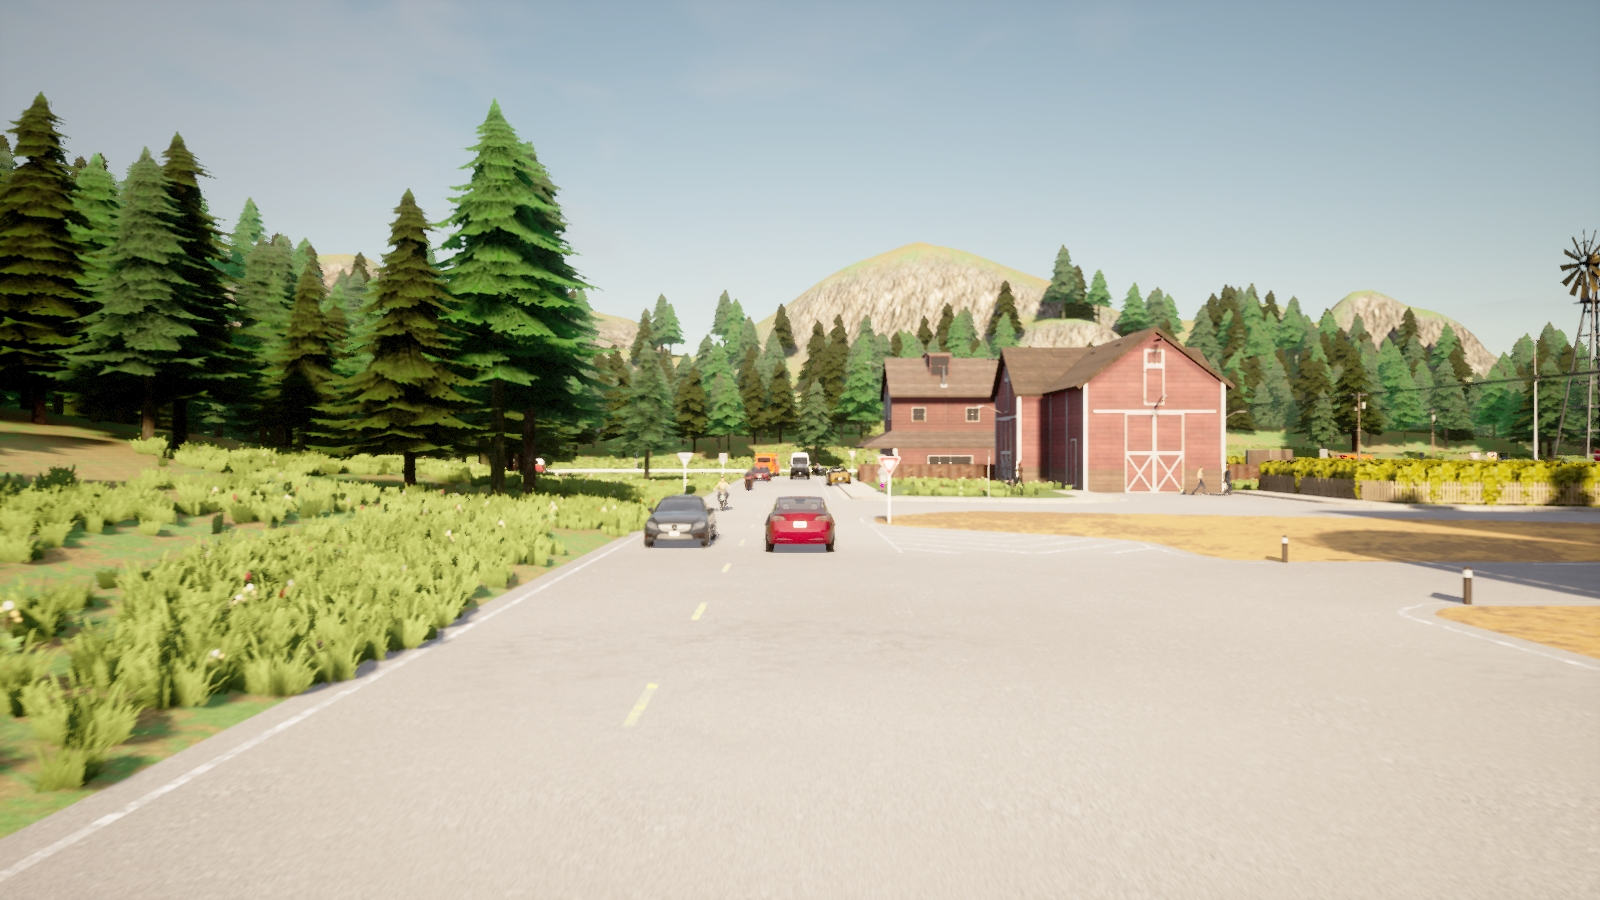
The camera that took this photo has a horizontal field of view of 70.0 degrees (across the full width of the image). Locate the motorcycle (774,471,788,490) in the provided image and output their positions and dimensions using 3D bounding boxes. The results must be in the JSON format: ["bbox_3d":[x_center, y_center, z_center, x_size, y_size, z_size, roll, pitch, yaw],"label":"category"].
[{"bbox_3d":[-1.300,2.065,78.307,0.867,1.251,2.209,0,0,0],"label":"motorcycle"}]

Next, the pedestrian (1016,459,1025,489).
[{"bbox_3d":[13.665,1.477,70.717,0.375,1.860,0.375,0,0,-41],"label":"pedestrian"}]

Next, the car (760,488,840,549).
[{"bbox_3d":[0.001,1.923,33.287,2.163,1.488,4.792,0,0,0],"label":"car"}]

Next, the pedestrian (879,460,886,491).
[{"bbox_3d":[5.094,1.556,70.325,0.375,1.860,0.375,0,0,10],"label":"pedestrian"}]

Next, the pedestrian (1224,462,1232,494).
[{"bbox_3d":[25.034,1.618,66.807,0.375,1.860,0.375,0,0,11],"label":"pedestrian"}]

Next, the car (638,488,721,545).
[{"bbox_3d":[-3.516,1.941,34.196,2.002,1.442,4.674,0,0,0],"label":"car"}]

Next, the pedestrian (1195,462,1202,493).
[{"bbox_3d":[23.518,1.617,67.382,0.375,1.860,0.375,0,0,24],"label":"pedestrian"}]
